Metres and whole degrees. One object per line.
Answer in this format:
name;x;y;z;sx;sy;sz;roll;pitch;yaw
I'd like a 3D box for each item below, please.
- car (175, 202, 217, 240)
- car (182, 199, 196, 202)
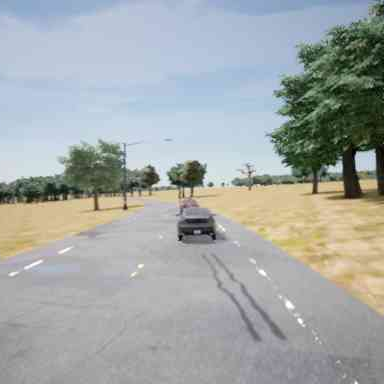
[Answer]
car;0.225;1.522;17.160;1.837;1.490;4.892;-1;0;0
car;-0.346;1.551;37.381;2.097;1.767;4.553;-1;-1;-3
